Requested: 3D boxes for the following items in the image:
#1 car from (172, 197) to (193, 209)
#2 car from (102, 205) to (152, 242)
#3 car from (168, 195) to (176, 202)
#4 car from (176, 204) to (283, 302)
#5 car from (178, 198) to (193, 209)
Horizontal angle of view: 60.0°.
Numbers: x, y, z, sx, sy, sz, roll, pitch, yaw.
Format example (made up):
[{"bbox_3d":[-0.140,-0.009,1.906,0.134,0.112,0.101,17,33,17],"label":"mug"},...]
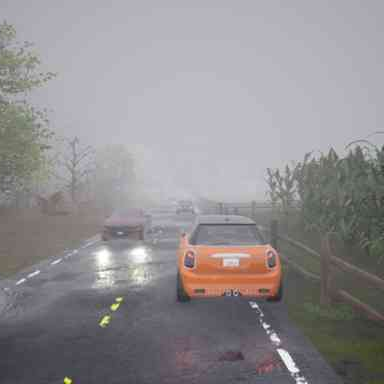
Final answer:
[{"bbox_3d":[-0.673,1.522,34.406,2.033,1.411,5.357,0,0,-1],"label":"car"},{"bbox_3d":[-3.107,1.470,16.644,1.882,1.535,5.008,0,0,-1],"label":"car"},{"bbox_3d":[-4.328,1.434,73.629,2.033,1.411,5.357,0,0,-1],"label":"car"},{"bbox_3d":[0.721,1.349,8.418,2.097,1.767,4.553,0,0,-1],"label":"car"},{"bbox_3d":[-0.898,1.522,44.916,1.994,1.385,4.181,0,0,-1],"label":"car"}]
